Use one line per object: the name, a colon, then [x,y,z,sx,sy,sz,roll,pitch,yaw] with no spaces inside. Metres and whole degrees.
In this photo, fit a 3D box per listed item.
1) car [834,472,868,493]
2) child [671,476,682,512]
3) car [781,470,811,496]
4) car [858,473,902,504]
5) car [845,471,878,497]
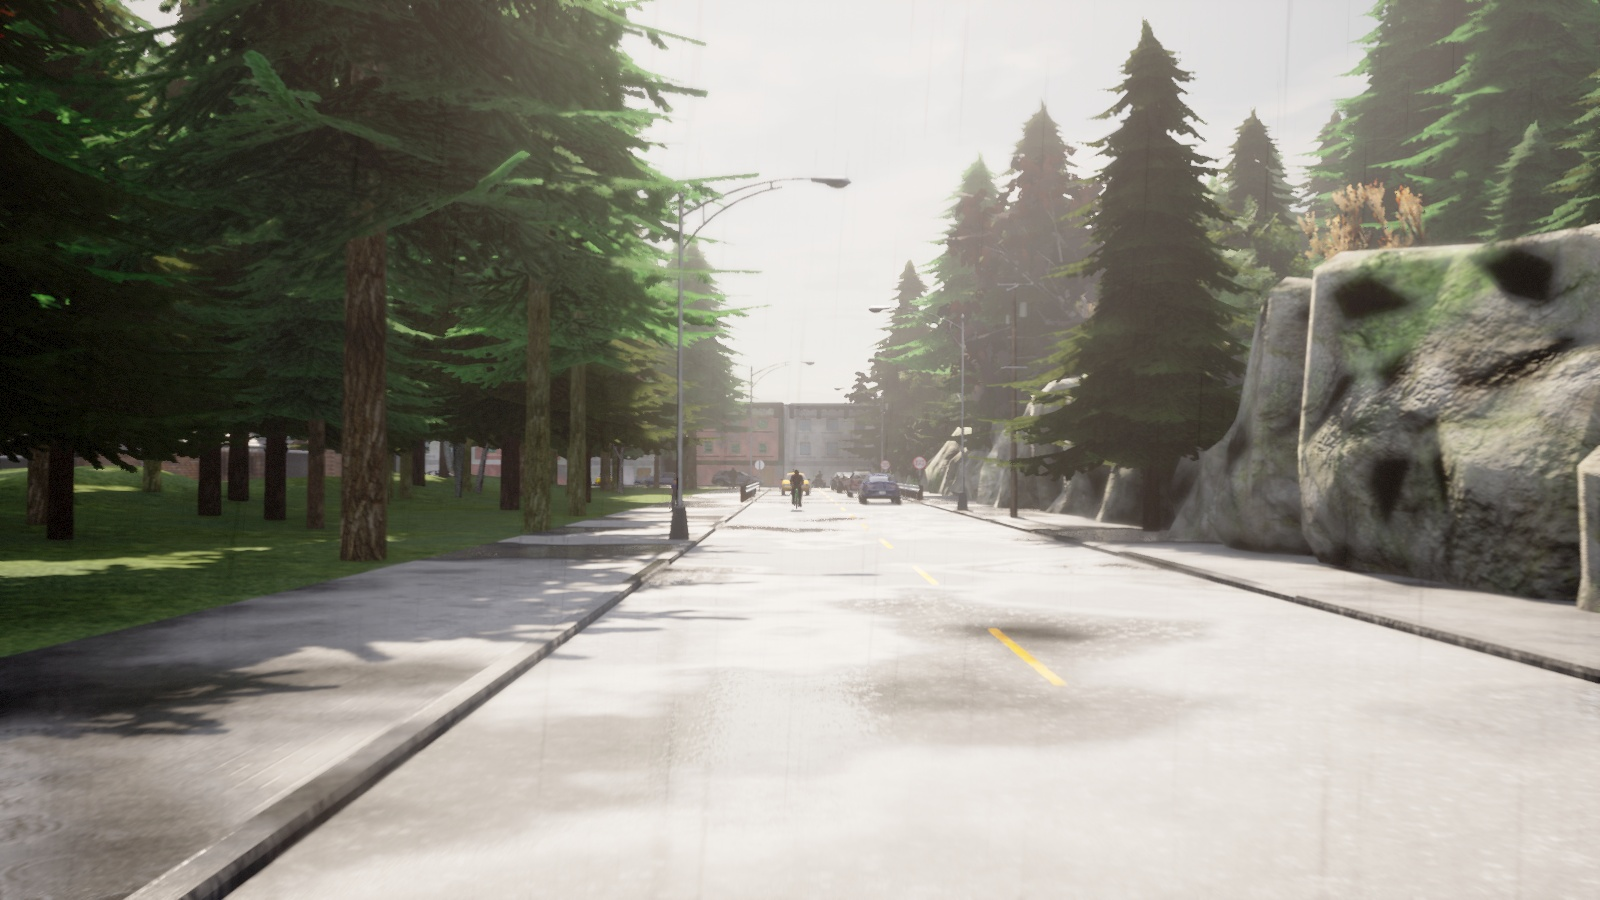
car: [3.666,2.324,91.026,2.163,1.488,4.792,0,-1,0]
child: [-4.450,1.578,45.123,0.270,1.263,0.437,0,-1,12]
car: [-0.266,2.106,80.745,1.801,1.575,5.366,0,-1,0]
car: [3.854,1.851,61.282,1.812,1.442,4.674,0,-1,0]
car: [3.760,2.064,76.848,1.789,1.549,3.705,0,-1,0]
